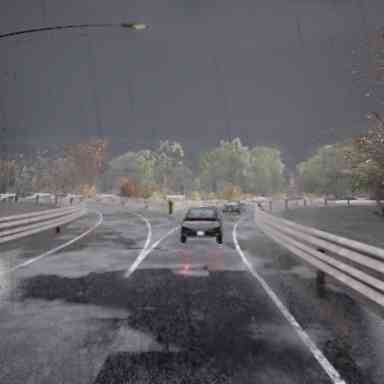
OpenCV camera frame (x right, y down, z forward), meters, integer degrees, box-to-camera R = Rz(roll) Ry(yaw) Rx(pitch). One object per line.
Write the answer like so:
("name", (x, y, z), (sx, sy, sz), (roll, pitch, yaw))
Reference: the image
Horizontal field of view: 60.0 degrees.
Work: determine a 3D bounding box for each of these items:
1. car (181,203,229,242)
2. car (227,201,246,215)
("car", (0.581, 1.488, 16.218), (2.128, 1.511, 4.902), (0, 0, 5))
("car", (4.573, 1.699, 35.996), (1.812, 1.442, 4.674), (-1, 0, 19))
